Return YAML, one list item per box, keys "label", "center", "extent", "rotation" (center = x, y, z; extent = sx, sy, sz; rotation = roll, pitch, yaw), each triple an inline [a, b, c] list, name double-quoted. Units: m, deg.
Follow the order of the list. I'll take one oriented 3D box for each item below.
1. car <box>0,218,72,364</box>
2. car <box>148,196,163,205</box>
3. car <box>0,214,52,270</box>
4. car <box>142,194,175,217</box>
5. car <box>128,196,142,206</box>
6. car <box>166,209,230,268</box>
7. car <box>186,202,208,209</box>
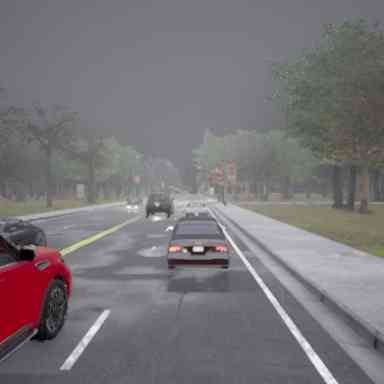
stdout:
- label: "car"
  center: [-3.149, 1.225, 3.339]
  extent: [2.150, 2.045, 5.566]
  rotation: [0, 0, 1]
- label: "car"
  center: [-5.922, 1.384, 54.361]
  extent: [1.994, 1.385, 4.181]
  rotation: [0, 0, 1]
- label: "car"
  center: [-6.513, 1.562, 10.925]
  extent: [1.994, 1.385, 4.181]
  rotation: [0, 0, 1]
- label: "car"
  center: [-2.845, 1.163, 30.250]
  extent: [2.150, 2.045, 5.566]
  rotation: [0, 0, 1]
- label: "car"
  center: [-9.174, 1.421, 54.280]
  extent: [2.128, 1.511, 4.902]
  rotation: [0, 0, 1]
- label: "car"
  center: [0.190, 1.521, 11.109]
  extent: [2.033, 1.411, 5.357]
  rotation: [0, 0, 1]
- label: "car"
  center: [0.393, 1.533, 29.554]
  extent: [1.895, 1.301, 4.718]
  rotation: [0, 0, 0]
